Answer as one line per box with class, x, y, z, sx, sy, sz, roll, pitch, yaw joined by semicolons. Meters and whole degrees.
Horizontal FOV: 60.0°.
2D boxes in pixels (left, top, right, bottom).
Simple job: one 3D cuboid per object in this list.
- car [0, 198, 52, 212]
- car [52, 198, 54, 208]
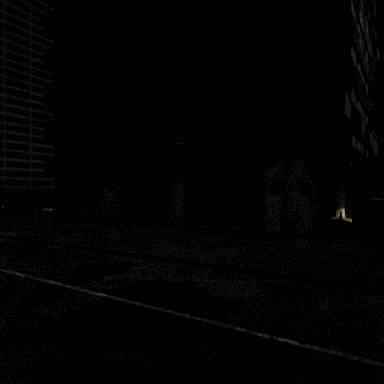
car;-19.790;1.492;39.438;2.128;1.511;4.902;0;0;33
car;-18.256;1.221;48.166;2.150;2.045;5.566;0;0;33
